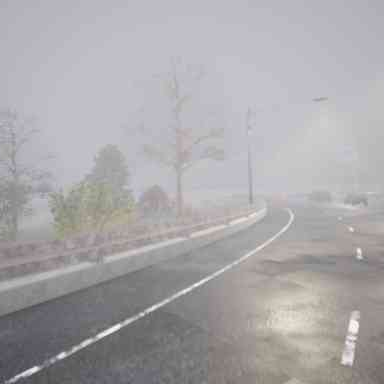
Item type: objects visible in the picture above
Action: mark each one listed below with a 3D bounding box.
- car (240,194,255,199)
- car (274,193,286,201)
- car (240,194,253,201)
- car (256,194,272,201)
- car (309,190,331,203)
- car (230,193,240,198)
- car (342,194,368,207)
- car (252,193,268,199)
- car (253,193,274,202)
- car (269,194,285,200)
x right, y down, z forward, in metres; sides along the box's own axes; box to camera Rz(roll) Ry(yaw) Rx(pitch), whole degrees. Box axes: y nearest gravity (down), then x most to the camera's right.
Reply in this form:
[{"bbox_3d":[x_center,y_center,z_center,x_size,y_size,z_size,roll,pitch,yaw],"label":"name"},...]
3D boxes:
[{"bbox_3d":[14.376,1.122,86.482,1.994,1.385,4.181,-1,0,-17],"label":"car"},{"bbox_3d":[17.621,0.997,68.120,2.097,1.767,4.553,-1,0,-5],"label":"car"},{"bbox_3d":[13.170,1.309,75.397,2.033,1.411,5.357,-1,0,-9],"label":"car"},{"bbox_3d":[16.484,1.209,76.728,1.812,1.442,4.674,-1,0,-12],"label":"car"},{"bbox_3d":[21.449,0.749,55.887,2.150,2.045,5.566,-1,0,1],"label":"car"},{"bbox_3d":[10.989,1.156,85.595,1.837,1.490,4.892,-1,0,-17],"label":"car"},{"bbox_3d":[20.171,1.044,41.269,1.837,1.490,4.892,-1,0,8],"label":"car"},{"bbox_3d":[17.760,1.007,87.368,2.128,1.511,4.902,-1,0,-17],"label":"car"},{"bbox_3d":[14.222,1.285,66.732,1.994,1.385,4.181,-1,0,-5],"label":"car"},{"bbox_3d":[19.818,1.152,77.936,1.994,1.385,4.181,-1,0,-12],"label":"car"}]
